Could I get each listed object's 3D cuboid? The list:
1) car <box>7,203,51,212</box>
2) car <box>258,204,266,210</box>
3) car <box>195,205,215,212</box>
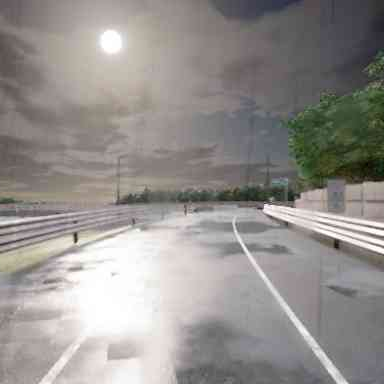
[{"bbox_3d":[-20.169,2.107,41.347,4.892,1.490,1.837,2,-2,-35],"label":"car"},{"bbox_3d":[18.843,3.916,88.349,2.097,1.767,4.553,-1,-2,21],"label":"car"},{"bbox_3d":[2.391,3.044,61.774,1.994,1.385,4.181,-2,-3,40],"label":"car"}]
